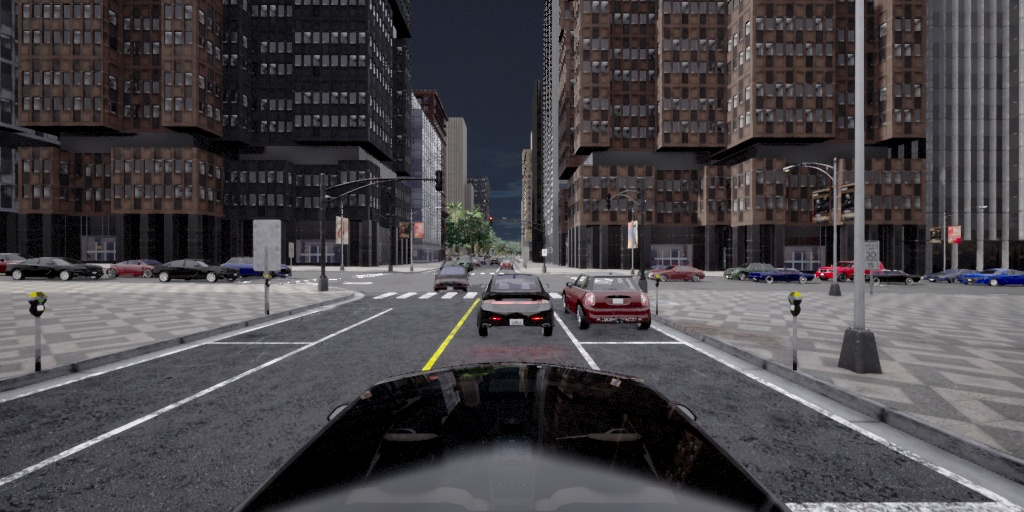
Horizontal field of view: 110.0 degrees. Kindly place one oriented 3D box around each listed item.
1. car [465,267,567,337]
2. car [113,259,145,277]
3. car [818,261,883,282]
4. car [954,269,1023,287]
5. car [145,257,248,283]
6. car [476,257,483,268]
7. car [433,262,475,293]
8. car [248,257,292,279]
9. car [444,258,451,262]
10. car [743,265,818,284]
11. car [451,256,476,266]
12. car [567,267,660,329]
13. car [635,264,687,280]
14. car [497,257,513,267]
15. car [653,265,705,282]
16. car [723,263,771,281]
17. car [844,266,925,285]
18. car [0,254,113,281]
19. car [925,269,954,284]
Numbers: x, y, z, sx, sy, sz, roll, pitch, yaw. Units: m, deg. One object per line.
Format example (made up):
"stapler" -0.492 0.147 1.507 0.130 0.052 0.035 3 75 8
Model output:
"car" 0.075 1.241 10.322 2.128 1.511 4.902 0 0 -1
"car" -28.209 0.945 27.506 4.181 1.385 1.994 1 0 -1
"car" 32.806 1.468 34.749 5.566 2.045 2.150 1 0 -1
"car" 42.782 1.874 31.551 5.008 1.535 1.882 1 0 0
"car" -21.275 0.960 24.323 5.008 1.535 1.882 1 0 -1
"car" -6.699 1.261 64.082 1.882 1.535 5.008 0 0 0
"car" -3.380 1.291 21.012 2.033 1.411 5.357 0 0 -5
"car" -19.566 0.855 27.588 4.553 1.767 2.097 1 0 0
"car" -9.290 1.324 52.510 1.948 1.339 4.313 0 0 -1
"car" 23.454 1.714 31.425 4.718 1.301 1.895 1 0 -1
"car" -6.593 0.971 49.406 2.150 2.045 5.566 0 0 0
"car" 2.733 1.190 11.208 1.967 1.591 4.097 0 0 0
"car" 14.338 1.542 34.593 4.181 1.385 1.994 1 0 -1
"car" -0.765 1.198 52.589 1.967 1.591 4.097 0 0 -1
"car" 14.350 1.507 31.341 4.674 1.442 1.812 1 0 -1
"car" 23.042 1.456 34.670 4.553 1.767 2.097 1 0 -1
"car" 32.608 1.848 31.500 4.718 1.301 1.895 1 0 -1
"car" -30.742 0.827 24.240 5.008 1.535 1.882 1 0 0
"car" 43.439 1.950 34.802 5.357 1.411 2.033 1 0 0
